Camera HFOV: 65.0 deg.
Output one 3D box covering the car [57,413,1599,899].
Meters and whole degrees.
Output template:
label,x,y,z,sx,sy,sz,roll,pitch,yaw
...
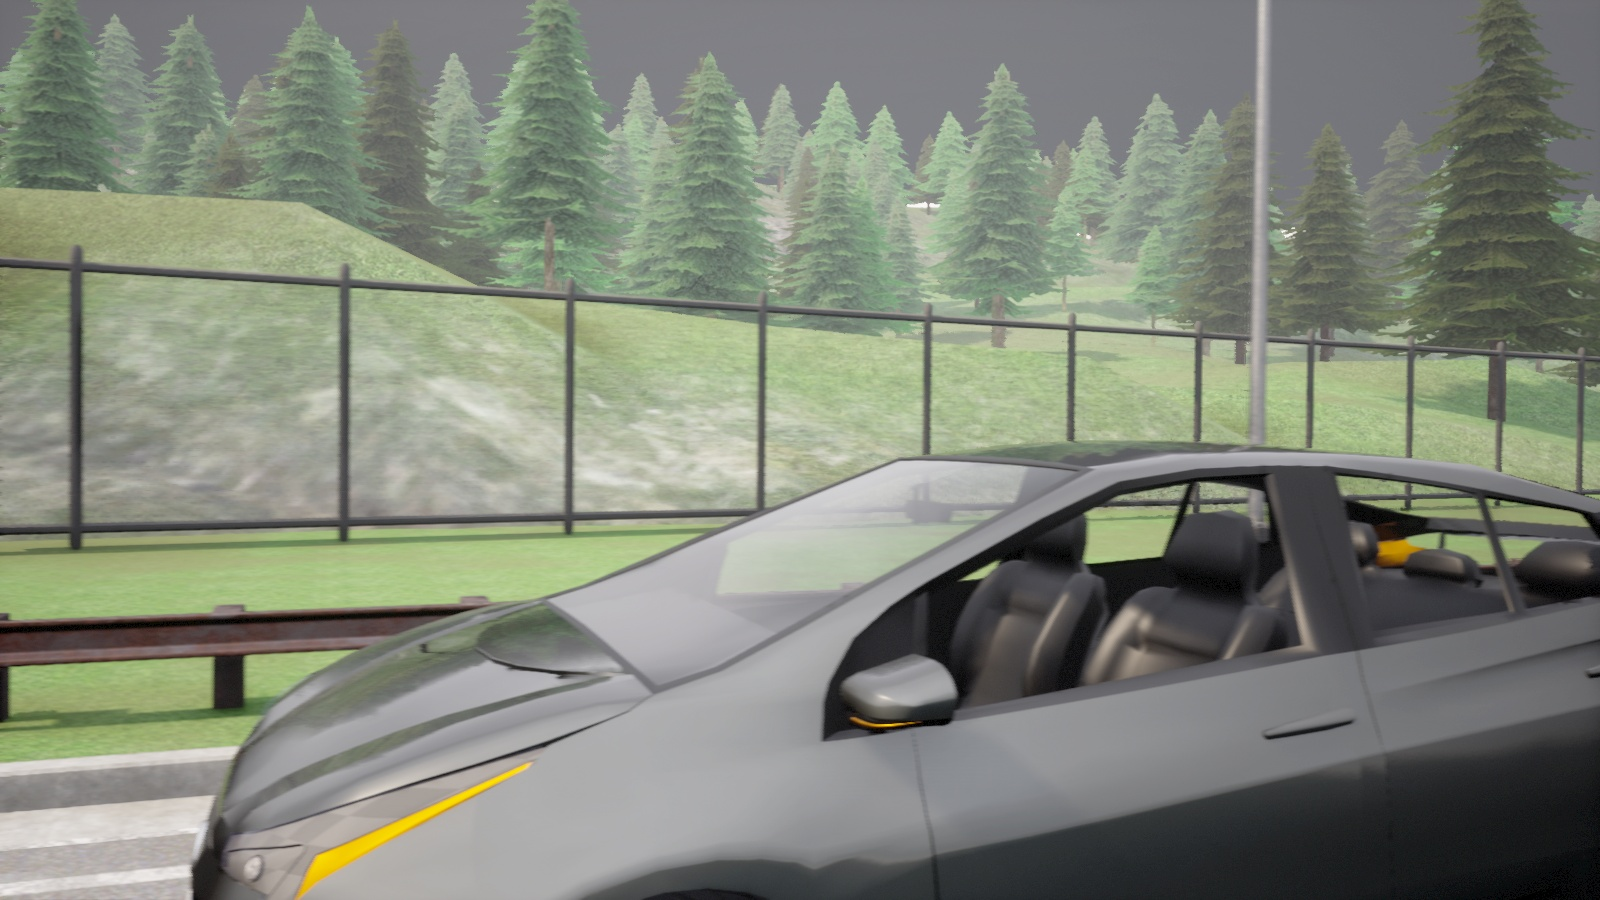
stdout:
label,x,y,z,sx,sy,sz,roll,pitch,yaw
car,0.720,0.680,3.512,4.514,1.525,2.007,-1,1,-21
